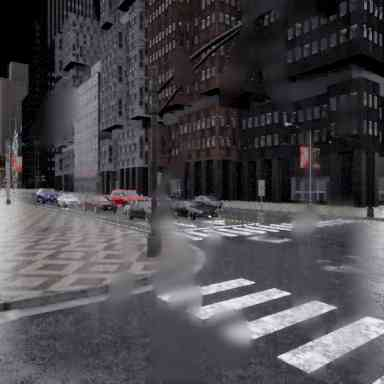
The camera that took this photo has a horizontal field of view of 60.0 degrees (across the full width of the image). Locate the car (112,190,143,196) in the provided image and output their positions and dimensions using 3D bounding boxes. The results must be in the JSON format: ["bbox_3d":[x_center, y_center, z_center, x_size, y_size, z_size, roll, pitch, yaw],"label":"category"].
[{"bbox_3d":[-6.383,0.810,33.327,2.150,2.045,5.566,0,1,-36],"label":"car"}]

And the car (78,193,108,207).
[{"bbox_3d":[-12.500,0.928,41.767,2.128,1.511,4.902,0,1,-36],"label":"car"}]

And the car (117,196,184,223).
[{"bbox_3d":[-3.031,1.284,23.209,2.033,1.411,5.357,0,1,-35],"label":"car"}]

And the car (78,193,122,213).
[{"bbox_3d":[-8.631,1.080,30.892,1.882,1.535,5.008,0,1,-36],"label":"car"}]

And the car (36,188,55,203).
[{"bbox_3d":[-20.646,0.521,47.531,2.150,2.045,5.566,0,1,-36],"label":"car"}]

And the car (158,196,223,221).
[{"bbox_3d":[-0.427,1.280,25.067,2.033,1.411,5.357,0,1,-39],"label":"car"}]

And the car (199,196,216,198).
[{"bbox_3d":[1.133,1.123,34.380,2.128,1.511,4.902,0,1,-36],"label":"car"}]

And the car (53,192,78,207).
[{"bbox_3d":[-14.429,0.985,38.867,1.812,1.442,4.674,0,1,-35],"label":"car"}]
